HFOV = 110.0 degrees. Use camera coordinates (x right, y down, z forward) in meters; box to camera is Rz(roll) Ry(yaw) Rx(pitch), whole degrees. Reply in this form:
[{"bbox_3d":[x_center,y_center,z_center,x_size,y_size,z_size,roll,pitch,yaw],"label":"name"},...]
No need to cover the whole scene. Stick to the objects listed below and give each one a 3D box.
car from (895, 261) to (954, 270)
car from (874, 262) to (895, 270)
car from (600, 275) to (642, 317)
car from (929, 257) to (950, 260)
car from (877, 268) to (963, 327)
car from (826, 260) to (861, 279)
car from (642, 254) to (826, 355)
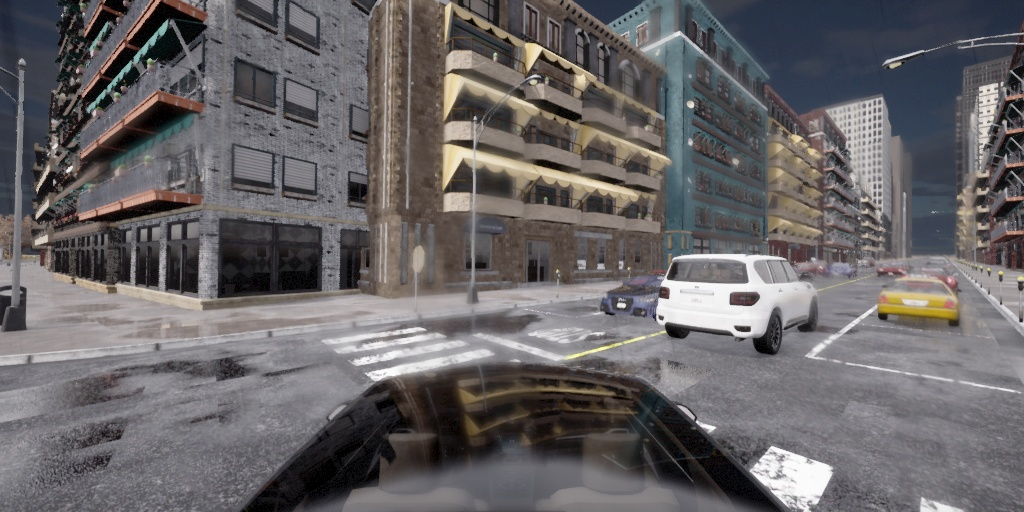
[{"bbox_3d":[21.414,1.197,18.424,4.097,1.591,1.967,0,0,-40],"label":"car"},{"bbox_3d":[36.416,1.367,34.224,4.718,1.301,1.895,0,0,-40],"label":"car"},{"bbox_3d":[4.893,1.329,12.269,4.181,1.385,1.994,0,0,-40],"label":"car"},{"bbox_3d":[47.022,1.197,39.623,4.097,1.591,1.967,0,0,-40],"label":"car"},{"bbox_3d":[13.009,1.279,11.467,4.829,1.417,1.751,0,0,-40],"label":"car"},{"bbox_3d":[31.004,1.346,33.755,4.674,1.442,1.812,0,0,-40],"label":"car"},{"bbox_3d":[5.820,0.978,9.013,5.566,2.045,2.150,0,0,-40],"label":"car"}]
